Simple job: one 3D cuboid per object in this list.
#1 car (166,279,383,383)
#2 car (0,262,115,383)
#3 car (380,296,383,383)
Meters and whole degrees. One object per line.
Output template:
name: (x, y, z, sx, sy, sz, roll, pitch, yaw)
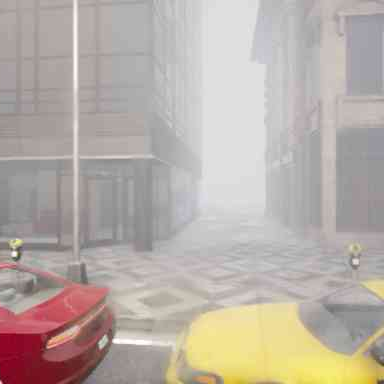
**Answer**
car: (2.185, 1.523, 3.404, 4.829, 1.417, 1.752, 0, 0, 6)
car: (-3.218, 1.534, 3.971, 4.507, 1.381, 1.887, 0, 0, 6)
car: (3.675, 1.528, 1.372, 4.674, 1.442, 1.812, 0, 0, 6)
